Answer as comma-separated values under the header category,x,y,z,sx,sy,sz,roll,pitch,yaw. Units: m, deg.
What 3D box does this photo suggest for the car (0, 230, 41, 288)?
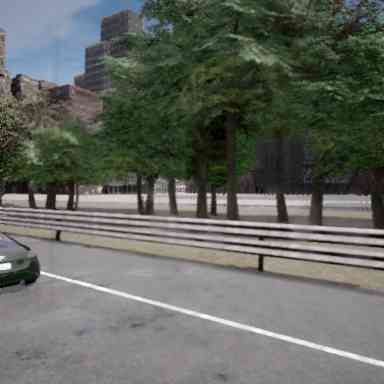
category,x,y,z,sx,sy,sz,roll,pitch,yaw
car,-5.606,1.554,8.208,4.181,1.385,1.994,0,0,36
